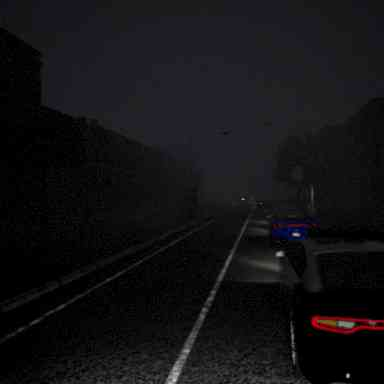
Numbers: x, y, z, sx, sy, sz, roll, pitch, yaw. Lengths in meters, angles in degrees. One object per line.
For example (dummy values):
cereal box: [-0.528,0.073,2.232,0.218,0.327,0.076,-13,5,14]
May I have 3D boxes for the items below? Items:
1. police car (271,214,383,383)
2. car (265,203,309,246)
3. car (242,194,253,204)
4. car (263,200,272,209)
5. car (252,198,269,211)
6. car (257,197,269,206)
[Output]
police car: [2.477,1.404,5.507,1.930,1.638,5.238,-2,-1,12]
car: [4.475,1.486,15.193,1.882,1.535,5.008,-2,-1,12]
car: [11.110,1.355,66.750,2.097,1.767,4.553,-2,0,12]
car: [5.686,1.504,21.070,1.882,1.535,5.008,-2,-1,12]
car: [9.183,1.557,42.409,2.128,1.511,4.902,-2,0,12]
car: [11.843,1.602,55.401,1.895,1.301,4.718,-2,0,12]
